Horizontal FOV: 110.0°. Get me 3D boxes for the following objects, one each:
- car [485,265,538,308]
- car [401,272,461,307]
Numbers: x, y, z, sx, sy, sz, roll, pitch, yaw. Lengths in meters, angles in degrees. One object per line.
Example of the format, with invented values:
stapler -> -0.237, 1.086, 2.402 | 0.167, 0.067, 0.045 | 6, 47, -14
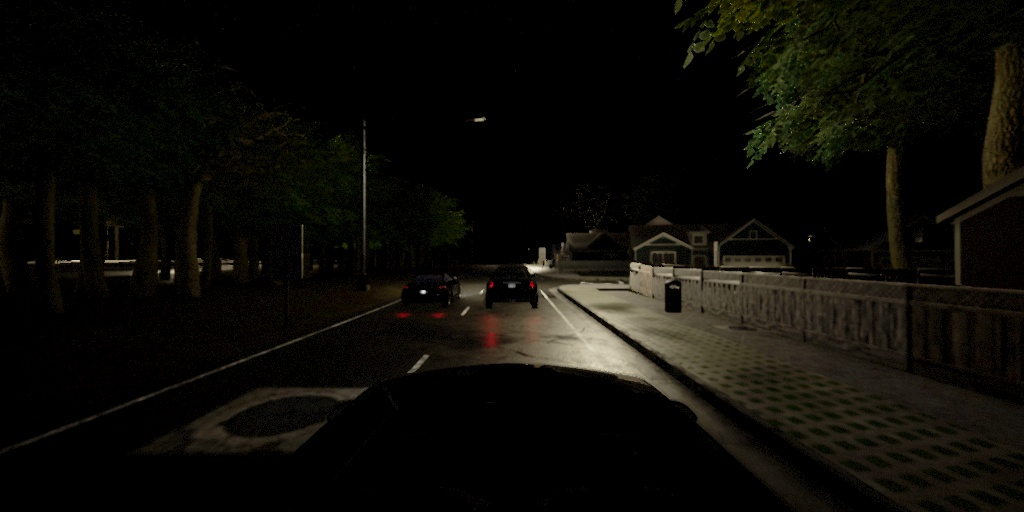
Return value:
car -> -0.005, 1.186, 15.913 | 2.097, 1.767, 4.553 | 0, 0, 0
car -> -3.503, 1.401, 16.196 | 1.994, 1.385, 4.181 | 0, 0, 0
